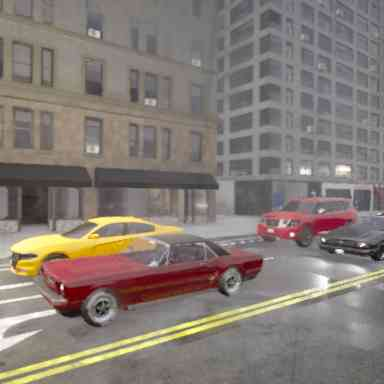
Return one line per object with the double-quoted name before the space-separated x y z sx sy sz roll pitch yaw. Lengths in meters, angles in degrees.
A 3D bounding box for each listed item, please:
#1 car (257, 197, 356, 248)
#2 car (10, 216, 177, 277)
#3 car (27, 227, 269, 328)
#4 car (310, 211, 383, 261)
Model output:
"car" 5.574 1.288 15.597 5.566 2.045 2.150 0 0 -35
"car" -2.535 1.495 9.852 5.008 1.535 1.882 0 0 -35
"car" -0.733 1.618 7.143 4.718 1.301 1.895 0 0 -35
"car" 7.137 1.612 12.718 5.357 1.411 2.033 0 0 -35
